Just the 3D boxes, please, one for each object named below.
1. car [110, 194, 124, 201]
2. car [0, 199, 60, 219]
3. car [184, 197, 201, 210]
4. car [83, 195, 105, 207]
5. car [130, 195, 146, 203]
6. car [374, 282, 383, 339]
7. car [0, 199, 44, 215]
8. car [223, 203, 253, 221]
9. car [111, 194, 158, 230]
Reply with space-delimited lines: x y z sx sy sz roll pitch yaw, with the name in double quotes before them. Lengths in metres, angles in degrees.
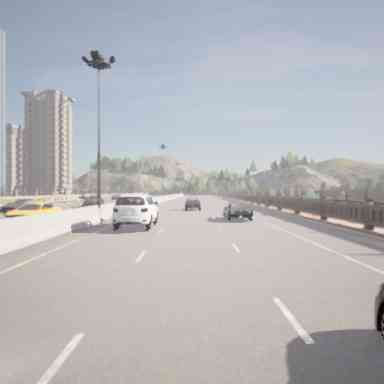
"car" -16.935 1.274 75.277 1.882 1.535 5.008 0 0 2
"car" -10.600 1.417 22.480 1.882 1.535 5.008 0 0 0
"car" 0.097 1.382 40.522 2.128 1.511 4.902 0 0 0
"car" -14.056 1.223 47.730 2.097 1.767 4.553 0 0 1
"car" -10.288 1.328 63.418 2.128 1.511 4.902 0 0 2
"car" 3.599 1.483 2.965 2.128 1.511 4.902 0 0 0
"car" -17.599 1.454 34.563 2.033 1.411 5.357 0 0 0
"car" 3.597 1.528 26.689 1.895 1.301 4.718 0 0 0
"car" -3.403 1.165 20.671 2.150 2.045 5.566 0 0 0
